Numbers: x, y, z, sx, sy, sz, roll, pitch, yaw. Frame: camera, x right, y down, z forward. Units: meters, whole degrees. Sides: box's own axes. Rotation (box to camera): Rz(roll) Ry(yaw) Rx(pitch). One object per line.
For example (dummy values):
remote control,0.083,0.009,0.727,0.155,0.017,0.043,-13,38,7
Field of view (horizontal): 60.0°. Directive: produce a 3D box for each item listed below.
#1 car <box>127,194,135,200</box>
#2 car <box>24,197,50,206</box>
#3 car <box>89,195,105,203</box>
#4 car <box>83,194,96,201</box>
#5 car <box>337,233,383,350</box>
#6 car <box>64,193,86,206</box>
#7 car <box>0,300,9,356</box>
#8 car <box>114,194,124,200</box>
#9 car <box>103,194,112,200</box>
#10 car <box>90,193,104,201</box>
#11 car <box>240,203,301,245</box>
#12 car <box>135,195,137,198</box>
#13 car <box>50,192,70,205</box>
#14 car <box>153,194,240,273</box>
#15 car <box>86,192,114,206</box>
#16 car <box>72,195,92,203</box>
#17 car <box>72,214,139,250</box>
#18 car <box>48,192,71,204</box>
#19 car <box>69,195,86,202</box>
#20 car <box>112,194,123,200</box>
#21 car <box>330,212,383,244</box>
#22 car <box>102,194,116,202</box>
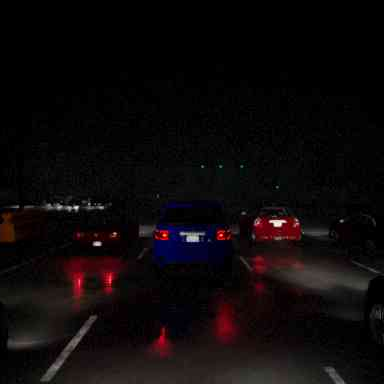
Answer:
car,-14.551,1.332,73.397,2.033,1.411,5.357,0,0,0
car,-24.950,1.416,52.550,2.033,1.411,5.357,0,0,0
car,-17.967,1.356,63.075,1.812,1.442,4.674,0,0,0
car,-25.354,1.285,82.456,2.128,1.511,4.902,0,0,-3
car,3.587,1.494,3.233,2.128,1.511,4.902,0,0,0
car,-17.959,1.359,52.915,2.128,1.511,4.902,0,0,0
car,-3.408,1.354,2.445,2.097,1.767,4.553,0,0,0
car,-14.470,1.376,63.512,2.033,1.411,5.357,0,0,0
car,-22.812,1.274,89.444,2.033,1.411,5.357,0,0,-11
car,-21.569,1.140,75.661,2.097,1.767,4.553,0,0,0
car,3.502,1.353,15.759,2.097,1.767,4.553,0,0,0
car,-14.851,1.236,82.856,1.882,1.535,5.008,0,0,-3
car,-21.452,1.081,54.876,2.150,2.045,5.566,0,0,0
car,0.023,1.231,10.854,2.150,2.045,5.566,0,0,0
car,-14.476,1.089,52.809,2.150,2.045,5.566,0,0,-1
car,-21.484,1.368,65.221,2.033,1.411,5.357,0,0,0
car,-3.488,1.606,14.429,1.895,1.301,4.718,0,0,0
car,-24.966,1.052,62.935,2.150,2.045,5.566,0,0,0
car,-25.048,1.334,73.050,2.033,1.411,5.357,0,0,0
car,-18.241,1.241,81.517,1.882,1.535,5.008,0,0,-3
car,7.020,1.499,12.825,2.128,1.511,4.902,0,0,0
car,-18.040,1.297,72.277,1.837,1.490,4.892,0,0,0
